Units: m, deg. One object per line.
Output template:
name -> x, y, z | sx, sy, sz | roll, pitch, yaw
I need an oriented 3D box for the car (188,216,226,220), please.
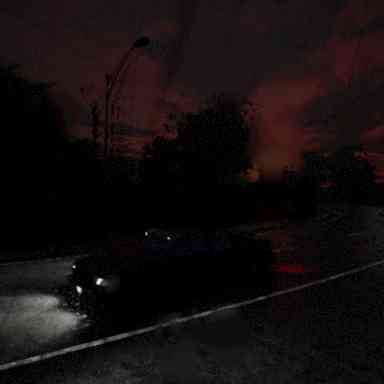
car -> 0.406, 1.664, 13.289 | 4.718, 1.301, 1.895 | 0, 0, -39

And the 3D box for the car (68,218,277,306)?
car -> -0.161, 1.590, 8.331 | 5.357, 1.411, 2.033 | 0, 0, -38
